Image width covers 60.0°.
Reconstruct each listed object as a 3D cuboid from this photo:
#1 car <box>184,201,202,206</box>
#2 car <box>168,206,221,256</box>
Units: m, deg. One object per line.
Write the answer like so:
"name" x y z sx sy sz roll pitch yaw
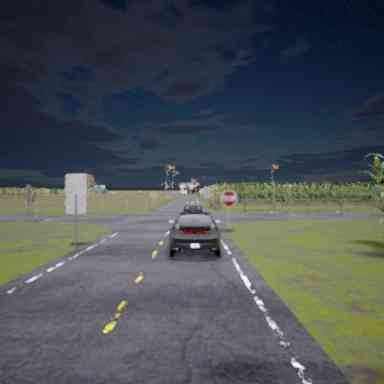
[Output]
"car" 0.118 1.629 35.370 1.895 1.301 4.718 0 0 0
"car" 0.105 1.519 13.240 1.837 1.490 4.892 0 0 0
